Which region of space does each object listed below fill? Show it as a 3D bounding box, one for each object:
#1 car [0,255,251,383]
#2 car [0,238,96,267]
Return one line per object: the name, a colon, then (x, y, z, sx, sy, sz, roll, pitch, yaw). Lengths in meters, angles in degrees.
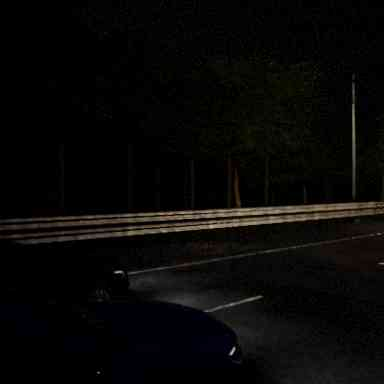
car: (-1.621, 1.526, 2.590, 4.674, 1.442, 1.812, 0, 0, -36)
car: (-3.378, 1.524, 5.638, 4.674, 1.442, 1.812, 0, 0, -36)
